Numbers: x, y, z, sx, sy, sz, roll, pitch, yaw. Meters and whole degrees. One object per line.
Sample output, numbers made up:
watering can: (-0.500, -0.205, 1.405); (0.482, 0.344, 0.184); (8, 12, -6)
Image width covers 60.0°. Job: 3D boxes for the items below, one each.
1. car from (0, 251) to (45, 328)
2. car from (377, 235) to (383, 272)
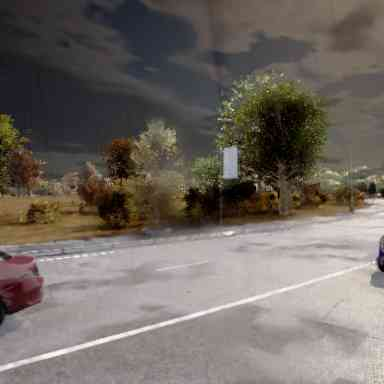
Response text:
car: (-4.765, 1.541, 4.995); (4.674, 1.442, 1.812); (0, 0, -36)
car: (7.328, 1.391, 9.758); (4.553, 1.767, 2.097); (0, 0, -40)
